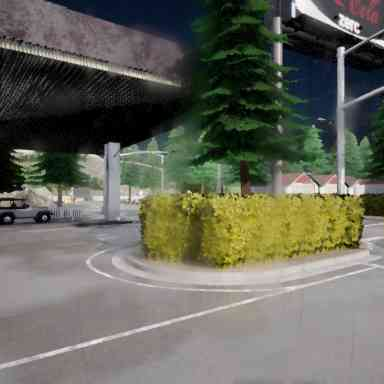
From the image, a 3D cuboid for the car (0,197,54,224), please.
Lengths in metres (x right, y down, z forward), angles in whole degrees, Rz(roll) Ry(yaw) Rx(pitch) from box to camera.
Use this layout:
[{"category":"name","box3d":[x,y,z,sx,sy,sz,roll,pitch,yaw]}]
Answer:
[{"category":"car","box3d":[-11.986,1.313,23.469,3.866,1.878,1.905,0,0,-36]}]
